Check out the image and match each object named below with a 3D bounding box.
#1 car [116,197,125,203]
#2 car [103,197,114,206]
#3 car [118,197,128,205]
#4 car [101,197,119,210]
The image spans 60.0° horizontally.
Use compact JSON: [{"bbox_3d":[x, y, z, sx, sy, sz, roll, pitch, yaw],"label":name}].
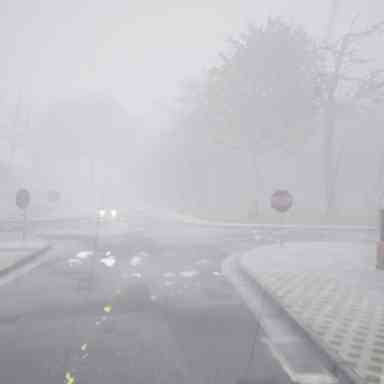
[{"bbox_3d":[-16.129,1.688,75.175,1.895,1.301,4.718,0,0,-14],"label":"car"},{"bbox_3d":[-15.119,1.624,60.087,1.882,1.535,5.008,0,0,-14],"label":"car"},{"bbox_3d":[-13.527,1.676,65.053,2.128,1.511,4.902,0,0,-14],"label":"car"},{"bbox_3d":[-11.078,1.649,44.142,1.895,1.301,4.718,0,0,-14],"label":"car"}]
